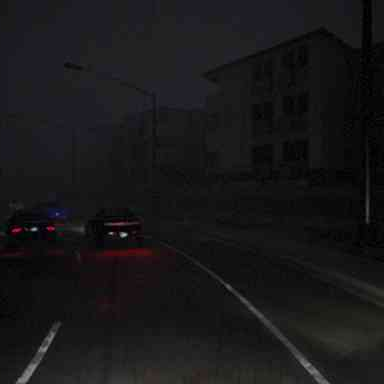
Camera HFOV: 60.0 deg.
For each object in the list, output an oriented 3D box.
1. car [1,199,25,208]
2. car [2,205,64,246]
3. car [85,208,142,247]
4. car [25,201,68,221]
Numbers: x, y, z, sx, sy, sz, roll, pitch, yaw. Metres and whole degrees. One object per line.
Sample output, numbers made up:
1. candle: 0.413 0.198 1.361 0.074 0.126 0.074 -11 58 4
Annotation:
1. car: -19.475 1.510 36.410 1.812 1.442 4.674 0 0 -39
2. car: -7.538 1.539 15.419 2.033 1.411 5.357 0 0 -30
3. car: -3.698 1.474 15.203 2.128 1.511 4.902 0 0 -25
4. car: -11.306 1.462 26.116 1.882 1.535 5.008 0 0 -38
